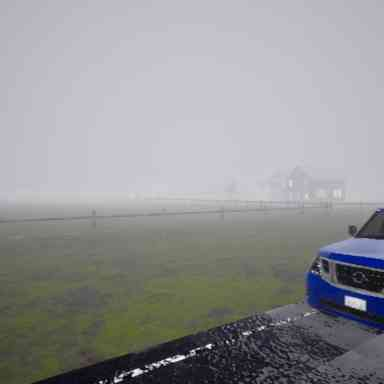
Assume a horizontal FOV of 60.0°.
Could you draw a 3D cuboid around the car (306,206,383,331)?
[{"bbox_3d":[4.560,1.221,6.318,5.566,2.045,2.150,0,0,-35],"label":"car"}]
